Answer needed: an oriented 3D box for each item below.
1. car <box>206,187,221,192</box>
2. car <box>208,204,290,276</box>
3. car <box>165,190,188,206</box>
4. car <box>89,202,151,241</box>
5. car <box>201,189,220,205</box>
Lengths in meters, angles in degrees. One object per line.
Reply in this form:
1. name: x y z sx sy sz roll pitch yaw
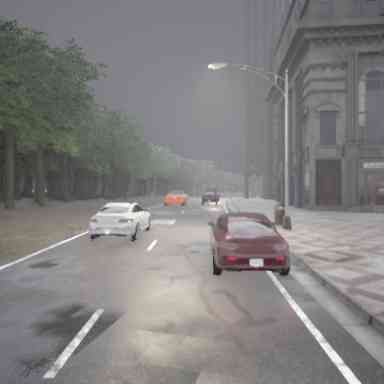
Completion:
1. car: 3.079 0.319 50.289 2.150 2.045 5.566 0 0 7
2. car: 1.448 1.282 9.406 1.812 1.442 4.674 0 2 2
3. car: -1.633 0.578 36.122 2.097 1.767 4.553 0 1 5
4. car: -2.976 1.154 14.335 1.812 1.442 4.674 0 1 2
5. car: 2.097 0.698 39.142 1.837 1.490 4.892 0 1 4
